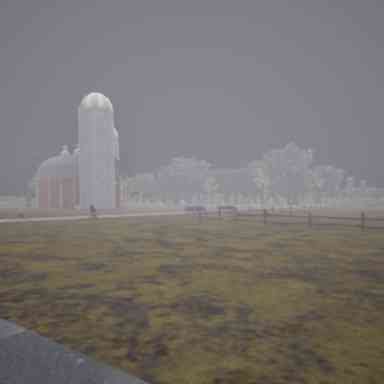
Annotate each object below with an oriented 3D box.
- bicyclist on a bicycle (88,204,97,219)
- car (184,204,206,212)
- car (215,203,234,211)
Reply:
[{"bbox_3d":[-11.236,2.180,37.427,1.656,1.620,0.582,-1,-2,36],"label":"bicyclist on a bicycle"},{"bbox_3d":[0.585,2.821,59.142,1.882,1.535,5.008,-2,-3,36],"label":"car"},{"bbox_3d":[6.669,3.046,67.695,1.882,1.535,5.008,-2,-3,36],"label":"car"}]
